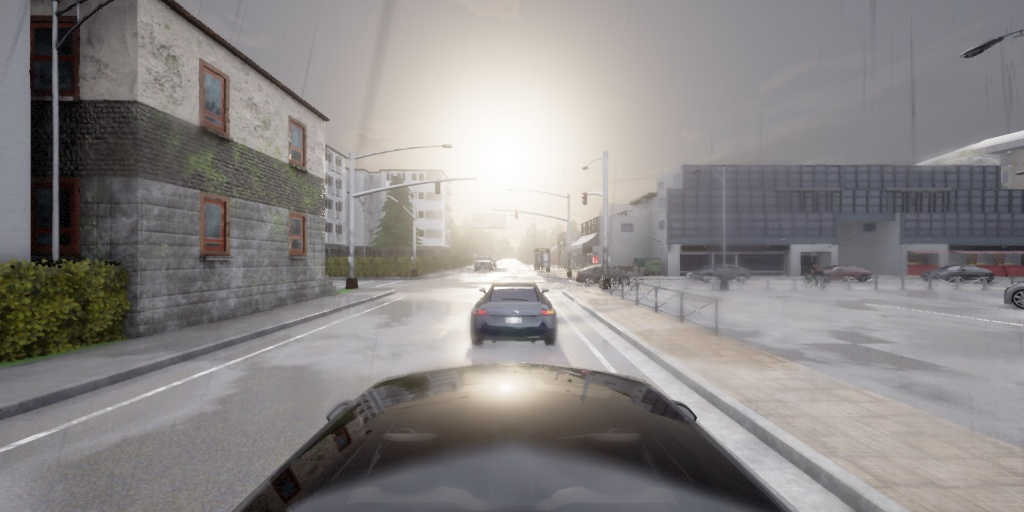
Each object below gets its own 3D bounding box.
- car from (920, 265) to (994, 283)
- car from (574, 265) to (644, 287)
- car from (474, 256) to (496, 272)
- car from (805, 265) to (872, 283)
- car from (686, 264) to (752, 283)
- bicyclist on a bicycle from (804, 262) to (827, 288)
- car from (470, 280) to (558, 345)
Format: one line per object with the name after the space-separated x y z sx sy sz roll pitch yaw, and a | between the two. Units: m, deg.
36.796 1.452 29.652 4.674 1.442 1.812 0 0 0 | car
6.989 1.428 25.975 4.892 1.490 1.837 0 2 6 | car
-3.655 0.972 47.119 2.150 2.045 5.566 0 0 0 | car
26.931 1.452 29.631 4.674 1.442 1.812 0 0 0 | car
17.032 1.418 29.600 4.902 1.511 2.128 0 0 0 | car
18.689 1.227 22.123 0.582 1.620 1.656 0 0 0 | bicyclist on a bicycle
0.053 1.314 9.502 1.994 1.385 4.181 0 0 0 | car
